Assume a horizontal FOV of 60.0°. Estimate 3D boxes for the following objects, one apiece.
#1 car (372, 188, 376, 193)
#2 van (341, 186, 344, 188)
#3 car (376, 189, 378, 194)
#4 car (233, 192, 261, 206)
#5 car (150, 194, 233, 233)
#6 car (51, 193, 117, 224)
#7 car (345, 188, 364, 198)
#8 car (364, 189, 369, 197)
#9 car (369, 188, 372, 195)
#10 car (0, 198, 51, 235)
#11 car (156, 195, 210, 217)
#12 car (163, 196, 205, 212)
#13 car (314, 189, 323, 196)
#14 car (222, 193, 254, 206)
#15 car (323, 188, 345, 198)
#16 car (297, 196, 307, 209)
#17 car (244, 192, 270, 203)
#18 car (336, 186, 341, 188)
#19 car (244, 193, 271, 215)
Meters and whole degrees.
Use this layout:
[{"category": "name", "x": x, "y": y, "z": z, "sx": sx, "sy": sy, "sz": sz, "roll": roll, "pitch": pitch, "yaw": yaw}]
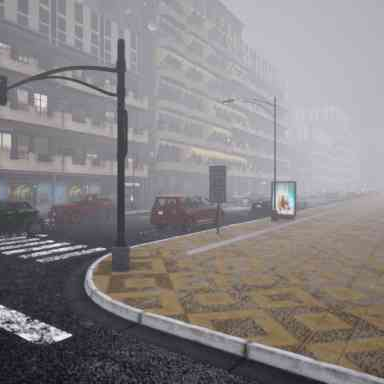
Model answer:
[{"category": "car", "x": 38.032, "y": -0.012, "z": 72.252, "sx": 1.887, "sy": 1.381, "sz": 4.507, "roll": 1, "pitch": 2, "yaw": 35}, {"category": "van", "x": 37.479, "y": -0.446, "z": 86.076, "sx": 1.690, "sy": 1.788, "sz": 3.998, "roll": 2, "pitch": 2, "yaw": 35}, {"category": "car", "x": 44.389, "y": -0.221, "z": 81.344, "sx": 2.008, "sy": 1.369, "sz": 4.403, "roll": 1, "pitch": 2, "yaw": 35}, {"category": "car", "x": 7.123, "y": 0.795, "z": 38.161, "sx": 2.128, "sy": 1.511, "sz": 4.902, "roll": 0, "pitch": 1, "yaw": 35}, {"category": "car", "x": -0.115, "y": 1.025, "z": 17.696, "sx": 2.192, "sy": 1.841, "sz": 5.009, "roll": 1, "pitch": 2, "yaw": 35}, {"category": "car", "x": -7.017, "y": 1.009, "z": 22.448, "sx": 2.192, "sy": 1.841, "sz": 5.009, "roll": 1, "pitch": 2, "yaw": 35}, {"category": "car", "x": 28.495, "y": 0.308, "z": 58.615, "sx": 1.887, "sy": 1.381, "sz": 4.507, "roll": 1, "pitch": 2, "yaw": 35}, {"category": "car", "x": 31.674, "y": 0.098, "z": 63.157, "sx": 1.967, "sy": 1.590, "sz": 4.097, "roll": 1, "pitch": 2, "yaw": 35}, {"category": "car", "x": 34.853, "y": 0.095, "z": 67.706, "sx": 1.887, "sy": 1.381, "sz": 4.507, "roll": 1, "pitch": 2, "yaw": 35}, {"category": "car", "x": -9.146, "y": 1.188, "z": 14.915, "sx": 2.097, "sy": 1.767, "sz": 4.553, "roll": 0, "pitch": 1, "yaw": 35}, {"category": "car", "x": -0.586, "y": 1.064, "z": 27.156, "sx": 1.837, "sy": 1.490, "sz": 4.892, "roll": 0, "pitch": 1, "yaw": 35}, {"category": "car", "x": -0.662, "y": 1.069, "z": 31.545, "sx": 1.802, "sy": 1.307, "sz": 4.206, "roll": 2, "pitch": 2, "yaw": 35}, {"category": "car", "x": 27.943, "y": -0.025, "z": 72.444, "sx": 1.967, "sy": 1.590, "sz": 4.097, "roll": 2, "pitch": 2, "yaw": 35}, {"category": "car", "x": 5.695, "y": 0.828, "z": 40.634, "sx": 2.008, "sy": 1.369, "sz": 4.403, "roll": 2, "pitch": 2, "yaw": 35}, {"category": "car", "x": 24.644, "y": 0.379, "z": 57.655, "sx": 1.994, "sy": 1.385, "sz": 4.181, "roll": 0, "pitch": 1, "yaw": 35}, {"category": "car", "x": 9.421, "y": 0.964, "z": 31.340, "sx": 1.947, "sy": 1.339, "sz": 4.313, "roll": 1, "pitch": 2, "yaw": 35}, {"category": "car", "x": 8.872, "y": 0.754, "z": 45.179, "sx": 1.802, "sy": 1.307, "sz": 4.206, "roll": 2, "pitch": 2, "yaw": 35}, {"category": "car", "x": 34.300, "y": -0.240, "z": 81.534, "sx": 1.967, "sy": 1.590, "sz": 4.097, "roll": 2, "pitch": 2, "yaw": 35}, {"category": "car", "x": 6.242, "y": 1.069, "z": 26.794, "sx": 1.947, "sy": 1.339, "sz": 4.313, "roll": 1, "pitch": 2, "yaw": 35}]
